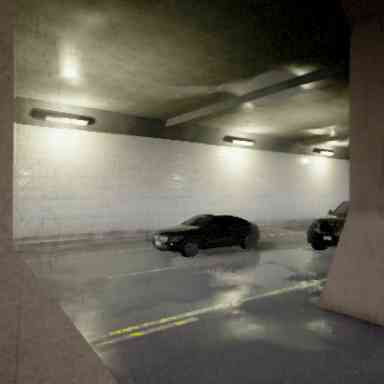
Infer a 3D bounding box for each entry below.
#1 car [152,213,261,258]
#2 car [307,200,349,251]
[{"bbox_3d":[0.707,1.563,13.083,4.674,1.442,1.812,0,0,-36],"label":"car"},{"bbox_3d":[7.004,1.283,13.293,5.566,2.045,2.150,0,0,-36],"label":"car"}]
